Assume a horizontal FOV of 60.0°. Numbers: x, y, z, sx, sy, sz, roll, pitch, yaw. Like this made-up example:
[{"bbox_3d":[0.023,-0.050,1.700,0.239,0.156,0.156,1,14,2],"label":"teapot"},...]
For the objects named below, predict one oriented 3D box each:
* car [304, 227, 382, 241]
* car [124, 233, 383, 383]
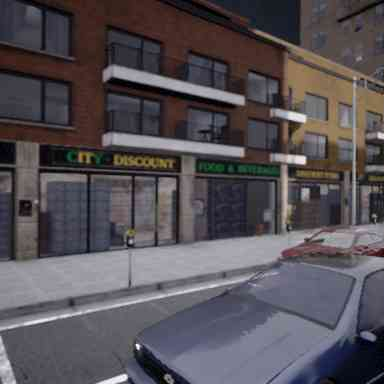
[{"bbox_3d":[4.155,1.651,9.166,4.206,1.307,1.802,1,0,-36],"label":"car"},{"bbox_3d":[1.898,1.580,4.427,5.357,1.411,2.033,1,0,-36],"label":"car"}]
